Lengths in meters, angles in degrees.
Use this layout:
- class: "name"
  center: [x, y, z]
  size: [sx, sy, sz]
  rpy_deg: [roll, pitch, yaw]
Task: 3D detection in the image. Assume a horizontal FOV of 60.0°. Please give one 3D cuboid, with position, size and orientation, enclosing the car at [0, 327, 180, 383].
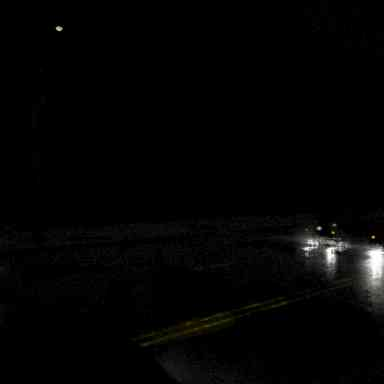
- class: "car"
  center: [-2.519, 1.548, 1.641]
  size: [5.357, 1.411, 2.033]
  rpy_deg: [0, 0, -35]

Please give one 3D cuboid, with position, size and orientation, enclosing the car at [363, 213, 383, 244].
- class: "car"
  center: [9.614, 1.561, 14.481]
  size: [4.181, 1.385, 1.994]
  rpy_deg: [0, 0, -35]

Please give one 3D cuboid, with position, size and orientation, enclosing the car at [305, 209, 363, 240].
- class: "car"
  center: [7.729, 1.561, 17.129]
  size: [4.181, 1.385, 1.994]
  rpy_deg: [0, 0, -35]
